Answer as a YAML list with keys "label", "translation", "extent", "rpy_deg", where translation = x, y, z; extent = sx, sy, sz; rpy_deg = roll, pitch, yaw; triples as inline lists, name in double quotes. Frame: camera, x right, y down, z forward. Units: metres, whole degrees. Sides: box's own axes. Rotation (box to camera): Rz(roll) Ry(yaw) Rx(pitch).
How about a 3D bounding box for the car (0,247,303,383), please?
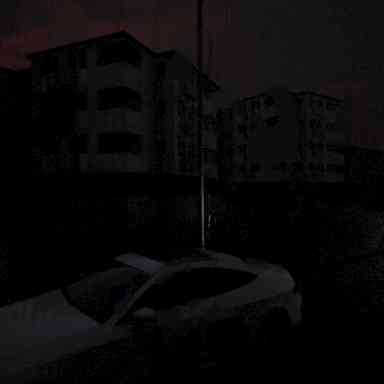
- label: "car"
  translation: [-0.515, 1.513, 4.229]
  extent: [4.674, 1.442, 1.812]
  rpy_deg: [0, 0, -35]
